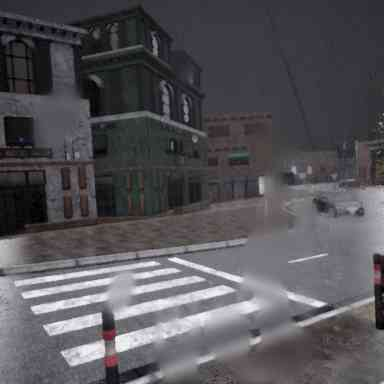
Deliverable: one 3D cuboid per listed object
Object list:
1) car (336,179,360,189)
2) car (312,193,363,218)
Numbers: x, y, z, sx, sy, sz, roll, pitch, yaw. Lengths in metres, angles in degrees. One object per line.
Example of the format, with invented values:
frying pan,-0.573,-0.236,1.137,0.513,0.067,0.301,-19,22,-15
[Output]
car,25.114,-1.371,53.800,1.882,1.535,5.008,-4,2,-2
car,9.820,0.843,22.828,2.128,1.511,4.902,-4,2,0
